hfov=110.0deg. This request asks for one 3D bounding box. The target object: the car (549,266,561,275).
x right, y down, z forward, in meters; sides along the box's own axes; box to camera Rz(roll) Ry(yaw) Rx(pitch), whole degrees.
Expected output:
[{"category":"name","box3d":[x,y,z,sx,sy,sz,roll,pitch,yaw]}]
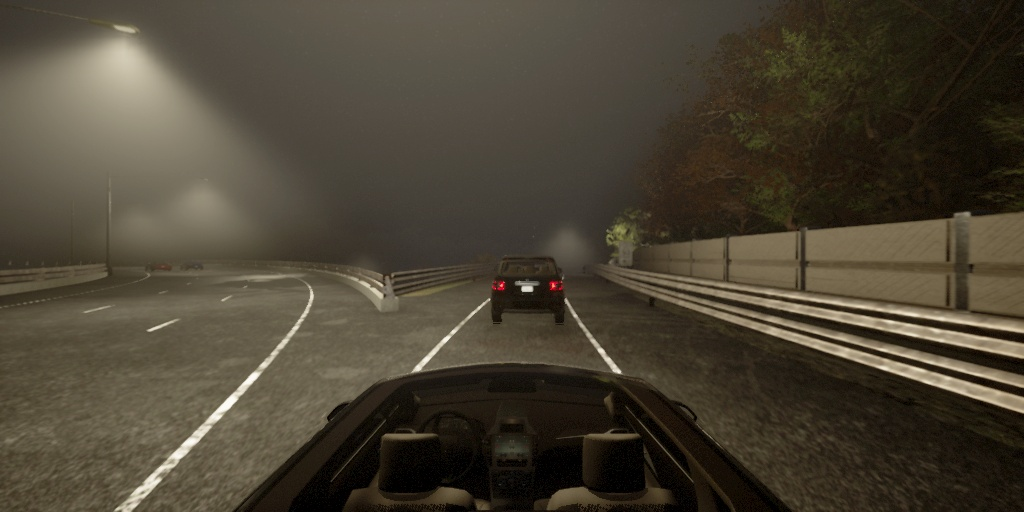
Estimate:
[{"category":"car","box3d":[7.721,2.615,63.982,1.812,1.442,4.674,0,-4,10]}]

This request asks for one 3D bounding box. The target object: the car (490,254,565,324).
[{"category":"car","box3d":[0.564,0.978,12.221,2.150,2.045,5.566,0,0,3]}]
